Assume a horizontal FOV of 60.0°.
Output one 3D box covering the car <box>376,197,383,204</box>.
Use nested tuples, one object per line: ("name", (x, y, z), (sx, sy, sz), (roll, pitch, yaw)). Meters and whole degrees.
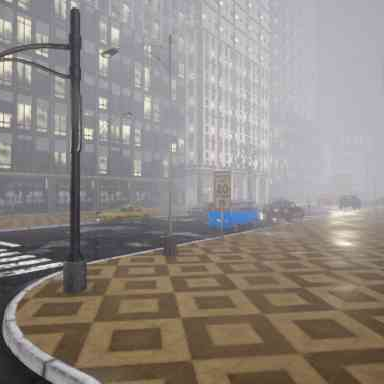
("car", (38.092, 1.658, 66.577), (1.947, 1.339, 4.313), (0, 0, 38))

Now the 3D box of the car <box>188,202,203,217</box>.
("car", (1.344, 1.604, 31.665), (1.802, 1.307, 4.206), (0, 0, 38))

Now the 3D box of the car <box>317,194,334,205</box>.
("car", (25.066, 1.380, 62.554), (2.192, 1.841, 5.009), (0, 0, 38))

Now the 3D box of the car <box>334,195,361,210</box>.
("car", (21.149, 1.368, 44.515), (2.192, 1.841, 5.009), (0, 0, 38))

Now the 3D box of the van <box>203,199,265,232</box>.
("van", (2.638, 1.368, 20.230), (1.690, 1.788, 3.998), (0, 0, 38))

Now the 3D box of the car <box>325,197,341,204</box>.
("car", (28.454, 1.624, 66.966), (2.008, 1.369, 4.403), (0, 0, 38))

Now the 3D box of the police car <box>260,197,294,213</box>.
("police car", (9.953, 1.459, 38.662), (1.930, 1.638, 5.238), (0, 0, 38))

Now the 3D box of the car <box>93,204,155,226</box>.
("car", (-4.755, 1.540, 23.935), (1.752, 1.417, 4.829), (0, 0, 38))

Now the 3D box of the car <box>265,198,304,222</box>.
("car", (7.593, 1.472, 26.864), (1.967, 1.590, 4.097), (0, 0, 38))
